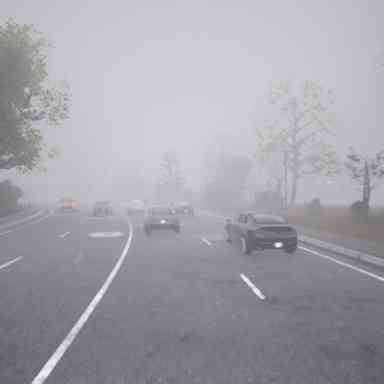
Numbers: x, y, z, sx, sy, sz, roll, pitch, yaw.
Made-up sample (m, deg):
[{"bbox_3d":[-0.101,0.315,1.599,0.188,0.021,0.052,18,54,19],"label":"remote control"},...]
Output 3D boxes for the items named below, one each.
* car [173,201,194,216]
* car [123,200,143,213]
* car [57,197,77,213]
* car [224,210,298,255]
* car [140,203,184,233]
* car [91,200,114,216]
[{"bbox_3d":[-1.120,1.568,32.119,1.812,1.442,4.674,0,0,-15],"label":"car"},{"bbox_3d":[-6.322,1.584,37.095,1.812,1.442,4.674,0,0,-19],"label":"car"},{"bbox_3d":[-14.273,1.421,37.955,2.097,1.767,4.553,0,0,-21],"label":"car"},{"bbox_3d":[2.595,1.512,13.467,1.837,1.490,4.892,0,0,-7],"label":"car"},{"bbox_3d":[-1.923,1.592,20.049,1.994,1.385,4.181,0,0,-10],"label":"car"},{"bbox_3d":[-8.923,1.562,33.148,1.837,1.490,4.892,0,0,-18],"label":"car"}]
